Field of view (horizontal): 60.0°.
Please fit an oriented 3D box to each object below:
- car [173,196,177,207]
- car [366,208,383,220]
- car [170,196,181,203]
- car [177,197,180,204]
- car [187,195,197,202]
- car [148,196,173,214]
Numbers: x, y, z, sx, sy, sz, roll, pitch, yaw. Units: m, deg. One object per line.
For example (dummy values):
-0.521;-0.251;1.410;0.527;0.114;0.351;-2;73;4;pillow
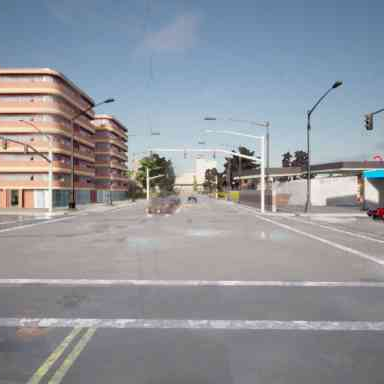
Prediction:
-3.545;1.600;46.457;1.895;1.301;4.718;0;0;0;car
16.564;1.601;26.430;4.718;1.301;1.895;0;0;1;car
-3.424;1.598;69.529;1.895;1.301;4.718;0;0;0;car
-3.511;1.507;58.829;1.837;1.490;4.892;0;-1;0;car
0.077;1.339;70.824;1.812;1.442;4.674;0;0;0;car
-3.345;1.343;34.466;2.097;1.767;4.553;0;0;-3;car
